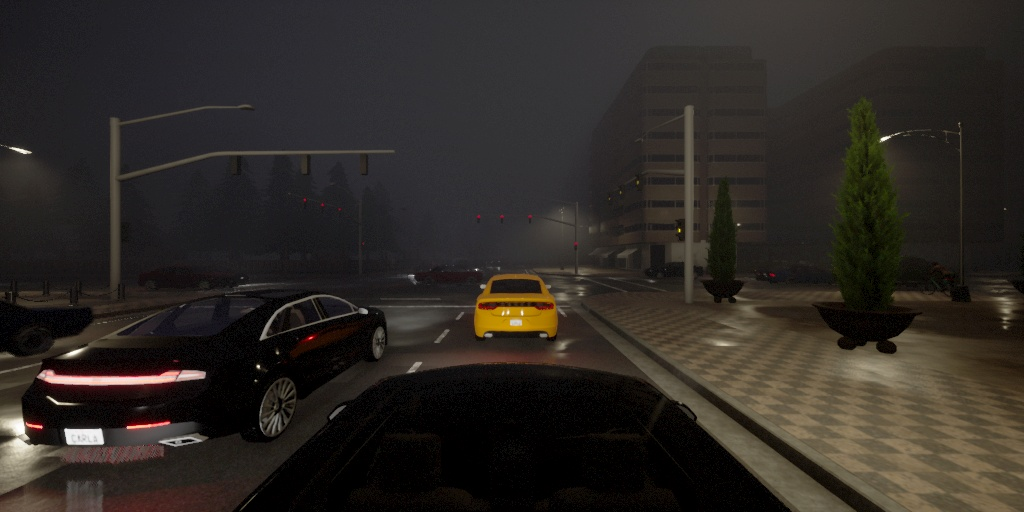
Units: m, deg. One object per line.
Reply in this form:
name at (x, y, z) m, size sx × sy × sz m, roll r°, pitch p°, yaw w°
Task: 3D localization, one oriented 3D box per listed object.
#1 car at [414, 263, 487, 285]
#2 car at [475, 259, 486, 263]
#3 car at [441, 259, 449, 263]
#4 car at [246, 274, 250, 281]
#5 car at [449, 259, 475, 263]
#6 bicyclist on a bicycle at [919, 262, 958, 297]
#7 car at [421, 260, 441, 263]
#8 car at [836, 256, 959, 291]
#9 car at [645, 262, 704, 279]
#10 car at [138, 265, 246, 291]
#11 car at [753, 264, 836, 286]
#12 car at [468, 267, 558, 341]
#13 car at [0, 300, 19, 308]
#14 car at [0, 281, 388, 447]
car at (-4.287, 1.370, 25.233) m, size 4.718 × 1.301 × 1.895 m, roll 0°, pitch 0°, yaw 0°
car at (-5.524, 1.247, 57.718) m, size 1.837 × 1.490 × 4.892 m, roll 0°, pitch 0°, yaw 15°
car at (-9.804, 1.221, 52.985) m, size 1.882 × 1.535 × 5.008 m, roll 0°, pitch 0°, yaw 7°
car at (-20.973, 1.366, 25.189) m, size 4.181 × 1.385 × 1.994 m, roll 0°, pitch 0°, yaw -1°
car at (-6.685, 1.221, 48.383) m, size 1.882 × 1.535 × 5.008 m, roll 0°, pitch 0°, yaw 3°
bicyclist on a bicycle at (20.278, 1.104, 17.026) m, size 0.582 × 1.620 × 1.656 m, roll 0°, pitch 0°, yaw 0°
car at (-10.394, 1.345, 43.599) m, size 1.895 × 1.301 × 4.718 m, roll 0°, pitch 0°, yaw 1°
car at (23.637, 1.024, 21.819) m, size 5.566 × 2.045 × 2.150 m, roll 0°, pitch 0°, yaw 0°
car at (14.628, 1.279, 32.491) m, size 5.008 × 1.535 × 1.882 m, roll 0°, pitch 0°, yaw 0°
car at (-19.458, 1.280, 21.678) m, size 5.008 × 1.535 × 1.882 m, roll 0°, pitch 0°, yaw 0°
car at (20.332, 1.350, 25.313) m, size 5.357 × 1.411 × 2.033 m, roll 0°, pitch 0°, yaw 0°
car at (0.101, 1.227, 9.897) m, size 1.882 × 1.535 × 5.008 m, roll 0°, pitch 0°, yaw 0°
car at (-10.436, 1.350, 5.813) m, size 1.895 × 1.301 × 4.718 m, roll 0°, pitch 0°, yaw 2°
car at (-3.425, 1.241, 5.313) m, size 2.128 × 1.511 × 4.902 m, roll 0°, pitch 0°, yaw 0°
